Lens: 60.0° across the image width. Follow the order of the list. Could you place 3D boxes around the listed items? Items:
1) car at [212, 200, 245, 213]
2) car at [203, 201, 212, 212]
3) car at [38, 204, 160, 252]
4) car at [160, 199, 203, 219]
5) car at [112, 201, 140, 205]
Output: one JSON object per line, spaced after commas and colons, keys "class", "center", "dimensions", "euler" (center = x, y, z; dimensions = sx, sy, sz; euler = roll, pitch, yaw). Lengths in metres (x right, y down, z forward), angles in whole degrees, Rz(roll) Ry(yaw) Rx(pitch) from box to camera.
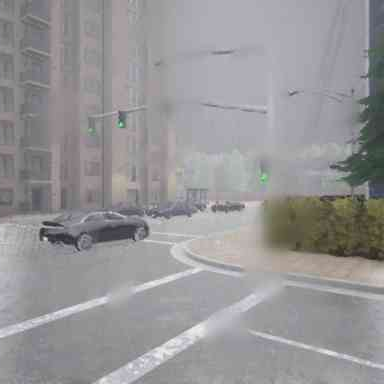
{"class": "car", "center": [4.029, 1.601, 37.158], "dimensions": [1.895, 1.301, 4.718], "euler": [0, 0, 36]}
{"class": "car", "center": [-0.270, 1.492, 37.206], "dimensions": [2.128, 1.511, 4.902], "euler": [0, 0, 36]}
{"class": "car", "center": [-3.900, 1.491, 14.047], "dimensions": [2.128, 1.511, 4.902], "euler": [0, 0, 36]}
{"class": "car", "center": [-1.624, 1.547, 29.414], "dimensions": [2.033, 1.411, 5.357], "euler": [0, 0, 36]}
{"class": "car", "center": [-5.960, 1.547, 29.407], "dimensions": [2.033, 1.411, 5.357], "euler": [0, 0, 36]}
